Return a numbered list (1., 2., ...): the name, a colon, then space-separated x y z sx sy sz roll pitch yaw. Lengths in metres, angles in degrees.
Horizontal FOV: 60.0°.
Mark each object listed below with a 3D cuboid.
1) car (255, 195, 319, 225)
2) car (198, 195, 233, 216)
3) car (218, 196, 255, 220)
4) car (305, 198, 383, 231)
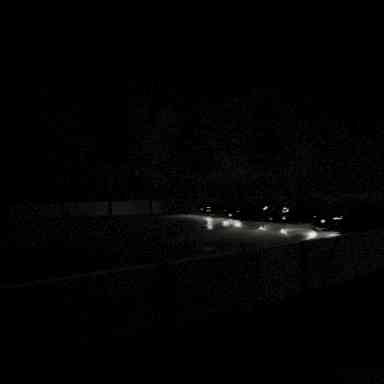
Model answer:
1. car: 6.587 1.013 21.203 4.553 1.767 2.097 -1 1 -34
2. car: 2.771 1.064 27.075 4.892 1.490 1.837 -1 1 -34
3. car: 4.811 1.155 24.233 5.357 1.411 2.033 -1 1 -34
4. car: 8.730 1.213 18.432 4.892 1.490 1.837 -1 1 -34
